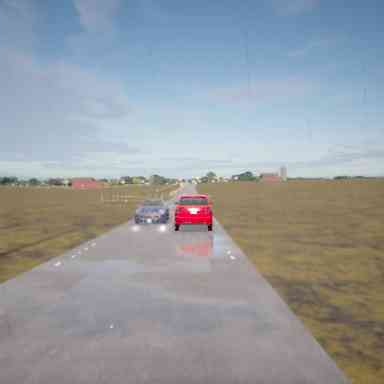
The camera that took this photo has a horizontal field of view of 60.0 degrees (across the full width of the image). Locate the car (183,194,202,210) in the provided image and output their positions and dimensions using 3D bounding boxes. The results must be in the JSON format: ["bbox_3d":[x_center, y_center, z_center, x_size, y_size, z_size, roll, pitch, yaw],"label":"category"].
[{"bbox_3d":[0.086,1.131,39.714,2.097,1.767,4.553,0,1,0],"label":"car"}]

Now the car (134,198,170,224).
[{"bbox_3d":[-2.765,1.267,23.833,2.097,1.767,4.553,0,1,0],"label":"car"}]

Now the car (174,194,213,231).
[{"bbox_3d":[0.093,1.160,20.382,2.150,2.045,5.566,0,0,0],"label":"car"}]
